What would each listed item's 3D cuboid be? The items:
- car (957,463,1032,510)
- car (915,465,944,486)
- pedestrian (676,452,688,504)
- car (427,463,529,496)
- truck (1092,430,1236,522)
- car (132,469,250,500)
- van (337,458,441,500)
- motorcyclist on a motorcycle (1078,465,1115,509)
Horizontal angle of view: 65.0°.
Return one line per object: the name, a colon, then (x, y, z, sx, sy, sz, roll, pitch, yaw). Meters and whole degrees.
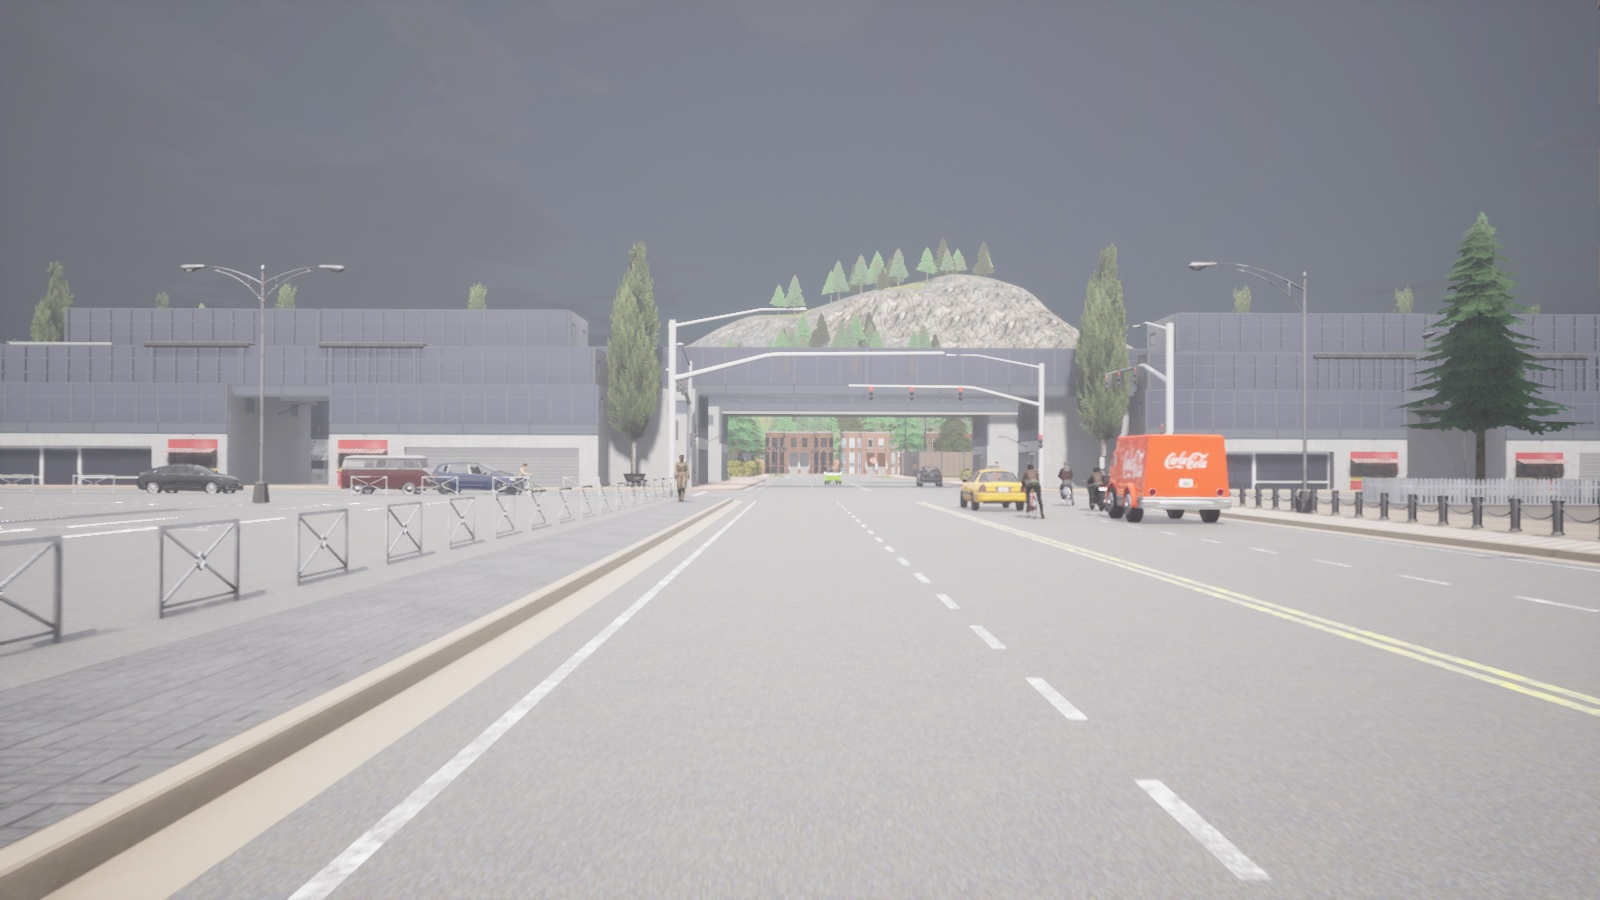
car: (6.885, 1.267, 44.974, 1.801, 1.575, 5.366, 0, -1, 0)
car: (9.665, 1.885, 94.118, 1.789, 1.549, 3.705, 0, -1, 0)
pedestrian: (-4.422, 1.058, 47.085, 0.396, 1.930, 0.692, 0, -1, -1)
car: (-16.473, 1.502, 64.449, 4.611, 1.667, 2.242, 0, -1, 1)
truck: (10.402, 0.723, 36.394, 2.627, 2.467, 5.204, 0, -1, 0)
car: (-29.660, 1.679, 61.281, 4.892, 1.490, 1.837, 0, -1, 2)
van: (-19.934, 1.384, 61.029, 4.442, 1.987, 1.775, 0, -1, 1)
motorcyclist on a motorcycle: (10.387, 1.284, 44.002, 0.797, 1.523, 2.044, 0, -1, 0)
